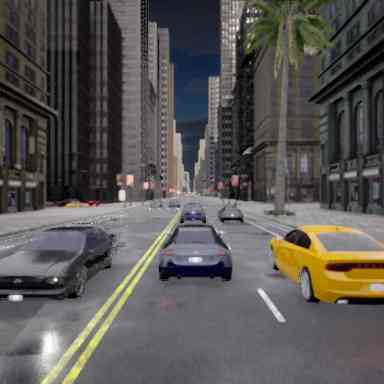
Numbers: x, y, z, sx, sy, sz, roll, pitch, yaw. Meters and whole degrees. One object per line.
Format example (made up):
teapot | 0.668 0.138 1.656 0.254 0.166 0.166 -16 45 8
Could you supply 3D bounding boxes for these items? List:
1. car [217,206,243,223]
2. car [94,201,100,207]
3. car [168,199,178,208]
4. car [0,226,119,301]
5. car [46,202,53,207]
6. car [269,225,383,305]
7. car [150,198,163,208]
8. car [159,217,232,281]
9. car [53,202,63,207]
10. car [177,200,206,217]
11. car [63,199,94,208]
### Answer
car | 3.347 1.923 29.526 1.994 1.385 4.181 0 -1 0
car | -23.983 2.745 78.274 4.507 1.381 1.887 -1 0 0
car | -3.252 2.074 61.528 2.097 1.767 4.553 0 -1 0
car | -3.350 1.661 8.989 2.033 1.411 5.357 0 -1 0
car | -34.157 2.922 78.307 4.206 1.307 1.802 -1 0 0
car | 3.338 1.584 8.459 1.882 1.535 5.008 0 0 0
car | -6.505 2.070 61.229 2.097 1.767 4.553 0 0 0
car | 0.092 1.693 10.330 1.994 1.385 4.181 0 -1 0
car | -29.074 2.585 78.289 5.009 1.841 2.192 -1 0 0
car | 0.096 1.702 28.719 2.097 1.767 4.553 0 -1 0
car | -23.843 2.662 69.746 4.829 1.417 1.752 -1 0 0
